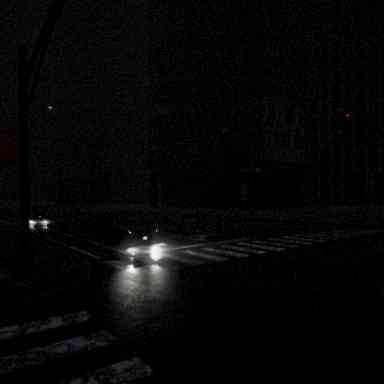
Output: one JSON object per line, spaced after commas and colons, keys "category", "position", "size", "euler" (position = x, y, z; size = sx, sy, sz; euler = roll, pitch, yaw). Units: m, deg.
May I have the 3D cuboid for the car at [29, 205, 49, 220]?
{"category": "car", "position": [-16.336, 2.081, 34.383], "size": [2.033, 1.411, 5.357], "euler": [-1, -1, -36]}

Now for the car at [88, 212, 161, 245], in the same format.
{"category": "car", "position": [-3.680, 1.731, 17.120], "size": [2.033, 1.411, 5.357], "euler": [-1, -1, -36]}
